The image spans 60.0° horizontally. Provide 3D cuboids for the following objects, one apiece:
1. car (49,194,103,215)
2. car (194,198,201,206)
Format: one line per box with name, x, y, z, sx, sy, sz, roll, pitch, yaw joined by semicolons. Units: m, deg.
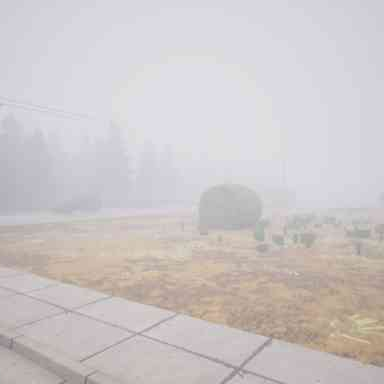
car;-11.925;1.243;34.592;2.150;2.045;5.566;0;0;36
car;2.173;1.548;53.557;1.812;1.442;4.674;0;0;37
